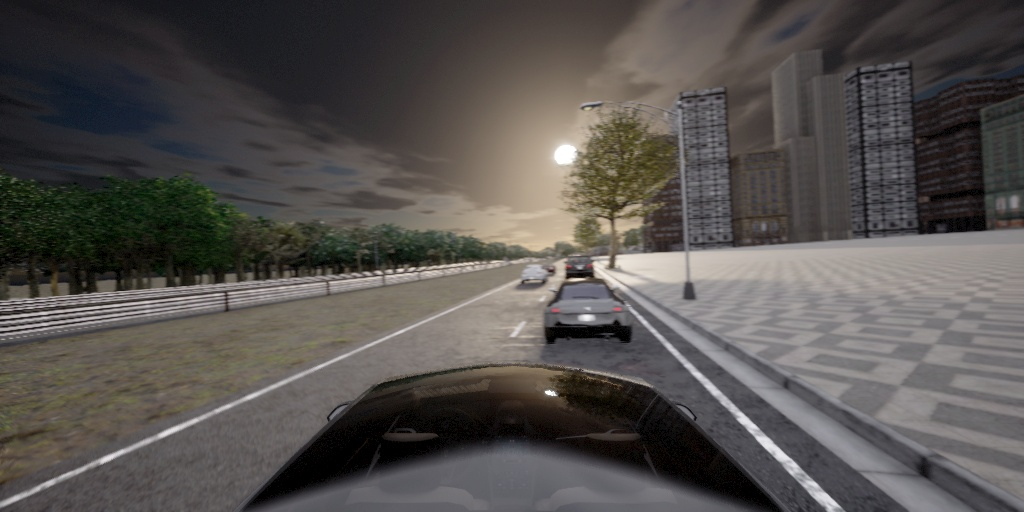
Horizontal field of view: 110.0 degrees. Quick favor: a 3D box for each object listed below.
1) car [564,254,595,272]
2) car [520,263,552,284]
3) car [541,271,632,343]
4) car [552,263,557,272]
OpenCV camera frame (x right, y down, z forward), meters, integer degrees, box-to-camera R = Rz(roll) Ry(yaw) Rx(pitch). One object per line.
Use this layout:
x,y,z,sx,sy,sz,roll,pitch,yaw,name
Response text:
5.165,0.919,27.435,2.150,2.045,5.566,-3,0,10,car
1.856,1.403,28.780,1.812,1.442,4.674,-3,-1,10,car
1.939,1.278,9.570,1.994,1.385,4.181,-3,0,10,car
4.176,1.435,41.777,1.895,1.301,4.718,-3,0,11,car
